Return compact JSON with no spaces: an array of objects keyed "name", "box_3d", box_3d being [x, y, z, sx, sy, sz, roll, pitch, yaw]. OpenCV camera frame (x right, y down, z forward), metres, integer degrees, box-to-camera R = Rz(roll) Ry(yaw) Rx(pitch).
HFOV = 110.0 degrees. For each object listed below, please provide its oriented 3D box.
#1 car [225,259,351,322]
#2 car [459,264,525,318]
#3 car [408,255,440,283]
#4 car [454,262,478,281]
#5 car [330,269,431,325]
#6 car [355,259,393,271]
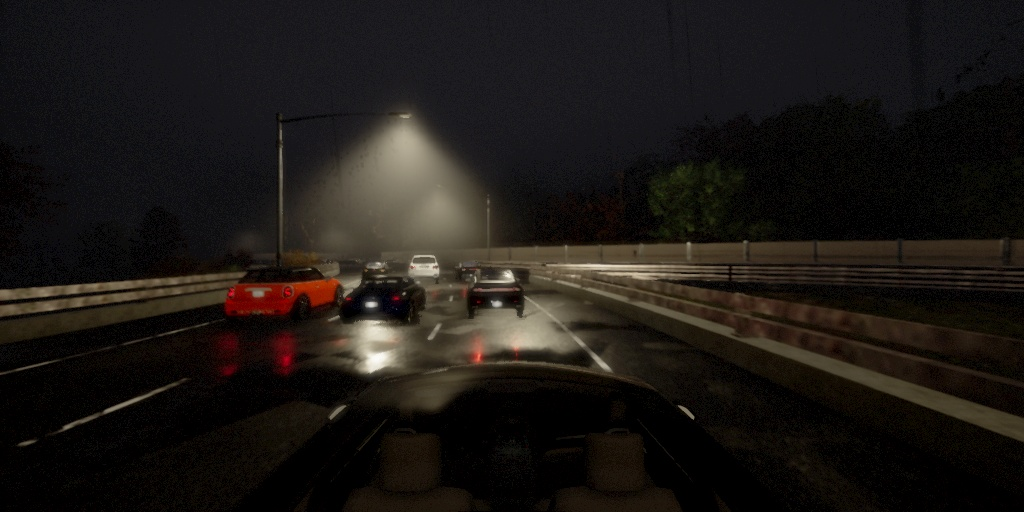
[{"name":"car","box_3d":[-7.684,1.130,12.669,2.097,1.767,4.553,0,0,-6]},{"name":"car","box_3d":[-0.675,1.228,13.092,2.128,1.511,4.902,0,0,-6]},{"name":"car","box_3d":[-6.777,0.969,27.696,2.150,2.045,5.566,0,0,-13]},{"name":"car","box_3d":[-3.573,1.220,29.157,2.128,1.511,4.902,0,0,-13]},{"name":"car","box_3d":[-4.082,1.321,11.961,1.994,1.385,4.181,0,0,-5]},{"name":"car","box_3d":[-10.536,1.260,28.158,2.128,1.511,4.902,0,0,-14]}]
